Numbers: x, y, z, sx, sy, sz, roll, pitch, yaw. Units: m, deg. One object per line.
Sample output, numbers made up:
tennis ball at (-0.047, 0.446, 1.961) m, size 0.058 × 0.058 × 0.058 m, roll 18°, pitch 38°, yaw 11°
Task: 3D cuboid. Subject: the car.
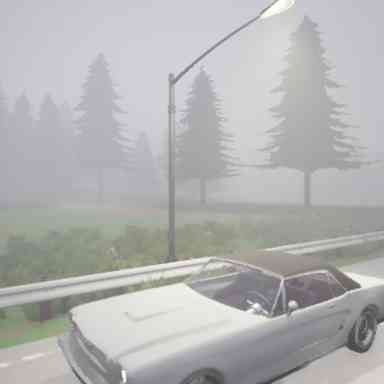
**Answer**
car at (0.782, 1.578, 4.539) m, size 4.718 × 1.301 × 1.895 m, roll 0°, pitch 0°, yaw -35°
